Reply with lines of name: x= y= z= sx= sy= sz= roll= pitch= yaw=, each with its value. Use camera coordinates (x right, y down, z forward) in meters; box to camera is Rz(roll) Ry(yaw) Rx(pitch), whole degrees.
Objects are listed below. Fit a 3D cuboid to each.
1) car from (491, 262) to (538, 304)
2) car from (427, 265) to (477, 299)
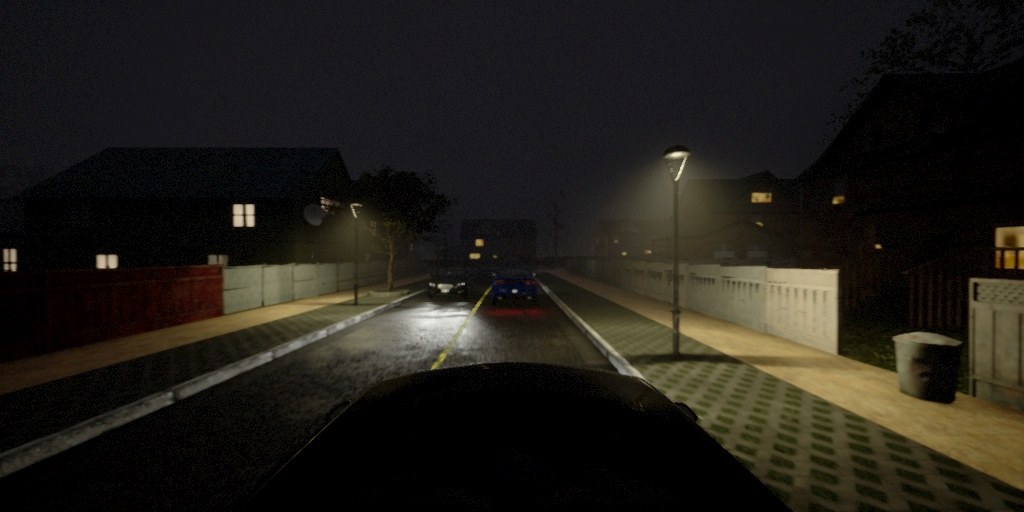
car: x=0.106 y=1.201 z=16.340 sx=1.882 sy=1.535 sz=5.008 roll=0 pitch=0 yaw=0
car: x=-2.839 y=1.213 z=17.710 sx=2.128 sy=1.511 sz=4.902 roll=0 pitch=0 yaw=0
